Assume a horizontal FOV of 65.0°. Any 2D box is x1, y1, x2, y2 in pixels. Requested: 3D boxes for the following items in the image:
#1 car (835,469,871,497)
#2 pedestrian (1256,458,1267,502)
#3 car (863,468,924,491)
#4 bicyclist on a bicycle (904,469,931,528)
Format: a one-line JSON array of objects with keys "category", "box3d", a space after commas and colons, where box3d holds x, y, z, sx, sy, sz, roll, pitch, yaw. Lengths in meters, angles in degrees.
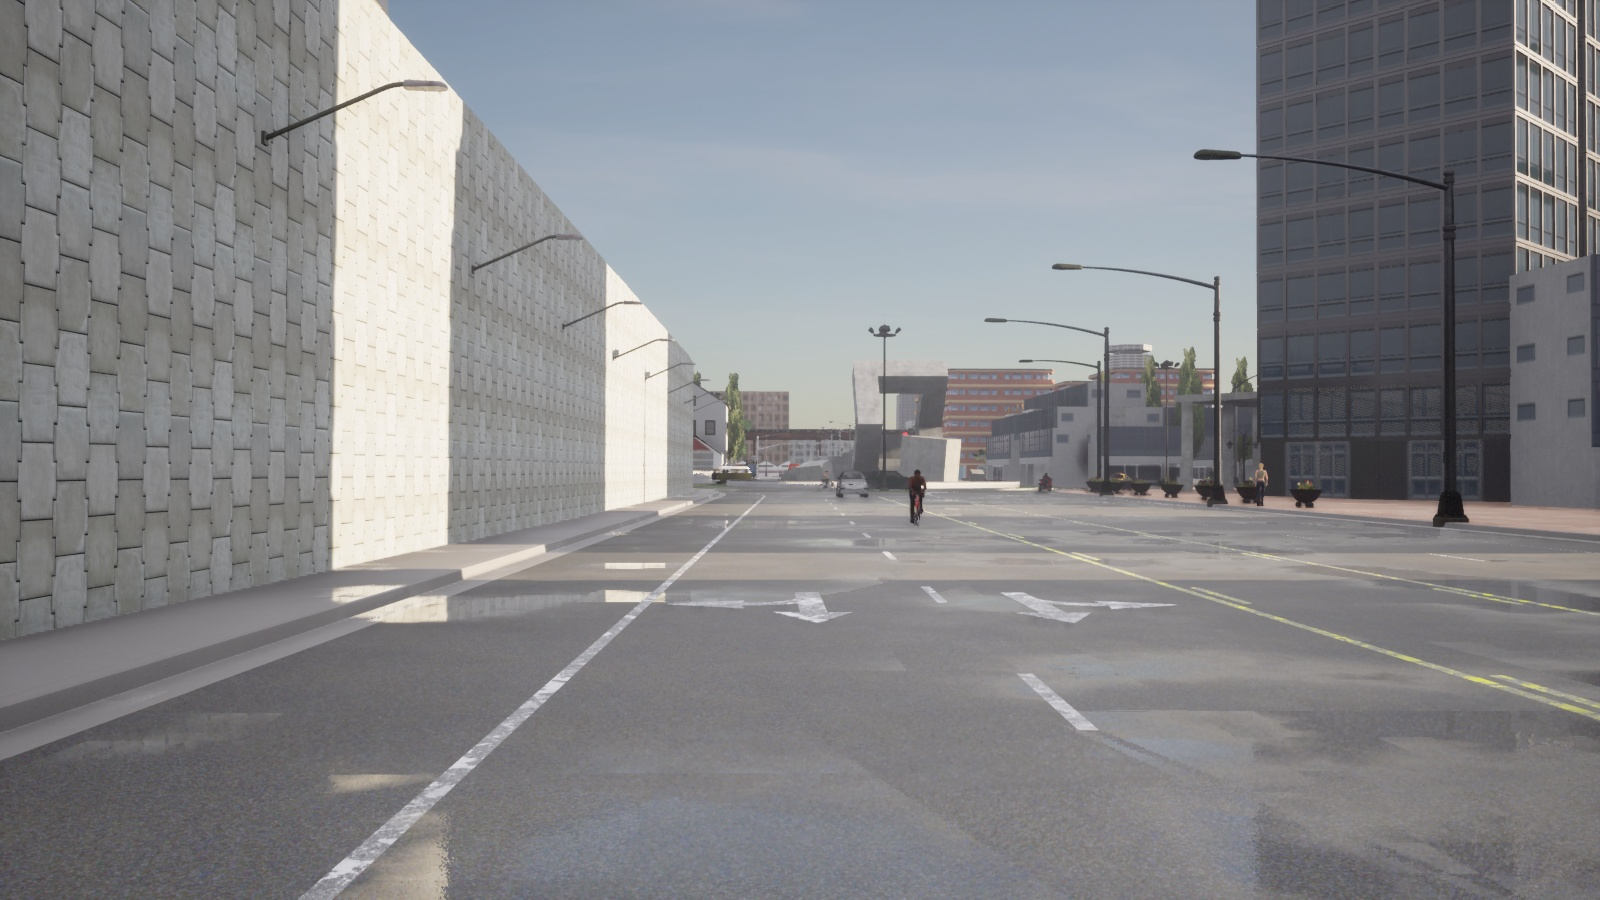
[{"category": "car", "box3d": [3.136, 1.953, 74.776, 1.851, 1.617, 3.988, 0, -1, -2]}, {"category": "pedestrian", "box3d": [19.504, 1.281, 53.070, 0.345, 1.836, 0.594, 0, -1, 15]}, {"category": "car", "box3d": [7.102, 2.243, 95.467, 4.553, 1.767, 2.097, 0, -1, 2]}, {"category": "bicyclist on a bicycle", "box3d": [3.342, 1.353, 35.742, 0.582, 1.620, 1.656, 0, -1, 0]}]
